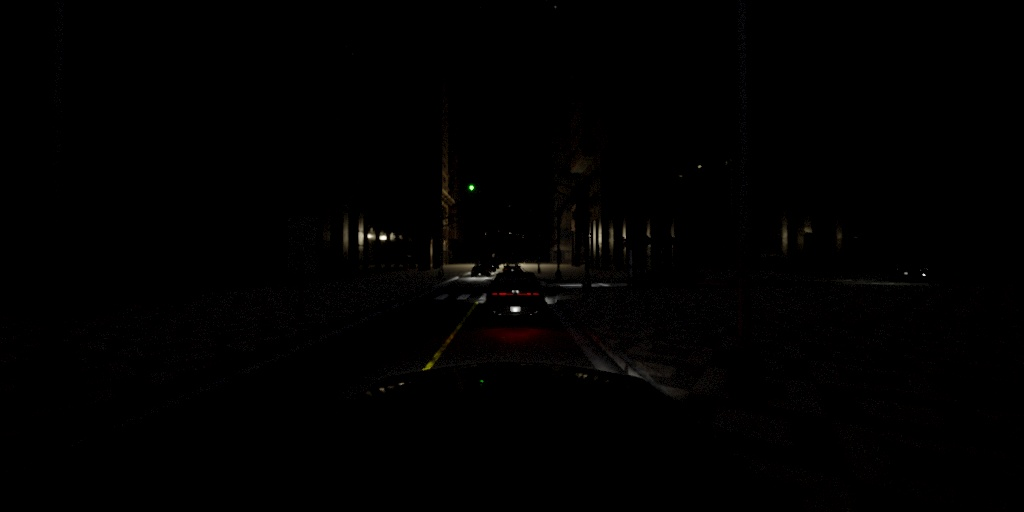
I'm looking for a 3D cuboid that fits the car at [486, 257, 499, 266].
[{"bbox_3d":[-3.193,1.241,47.669,2.097,1.767,4.553,0,0,0],"label":"car"}]

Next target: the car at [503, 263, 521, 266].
[{"bbox_3d":[0.019,1.422,37.633,1.994,1.385,4.181,0,0,0],"label":"car"}]

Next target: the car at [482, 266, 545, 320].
[{"bbox_3d":[0.133,1.289,12.779,1.837,1.490,4.892,0,0,1],"label":"car"}]

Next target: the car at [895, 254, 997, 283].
[{"bbox_3d":[30.995,0.867,25.705,5.566,2.045,2.150,0,-1,0],"label":"car"}]

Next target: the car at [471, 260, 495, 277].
[{"bbox_3d":[-3.178,1.406,37.850,2.033,1.411,5.357,0,0,0],"label":"car"}]

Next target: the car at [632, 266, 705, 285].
[{"bbox_3d":[10.984,1.368,25.638,4.718,1.301,1.895,0,-1,0],"label":"car"}]
